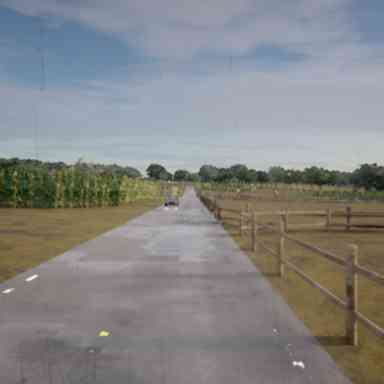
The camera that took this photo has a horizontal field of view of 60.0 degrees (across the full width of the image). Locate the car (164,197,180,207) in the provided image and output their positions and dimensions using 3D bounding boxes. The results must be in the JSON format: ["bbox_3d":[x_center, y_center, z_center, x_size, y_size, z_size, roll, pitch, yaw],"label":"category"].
[{"bbox_3d":[-2.728,1.372,46.622,1.994,1.385,4.181,0,0,0],"label":"car"}]
